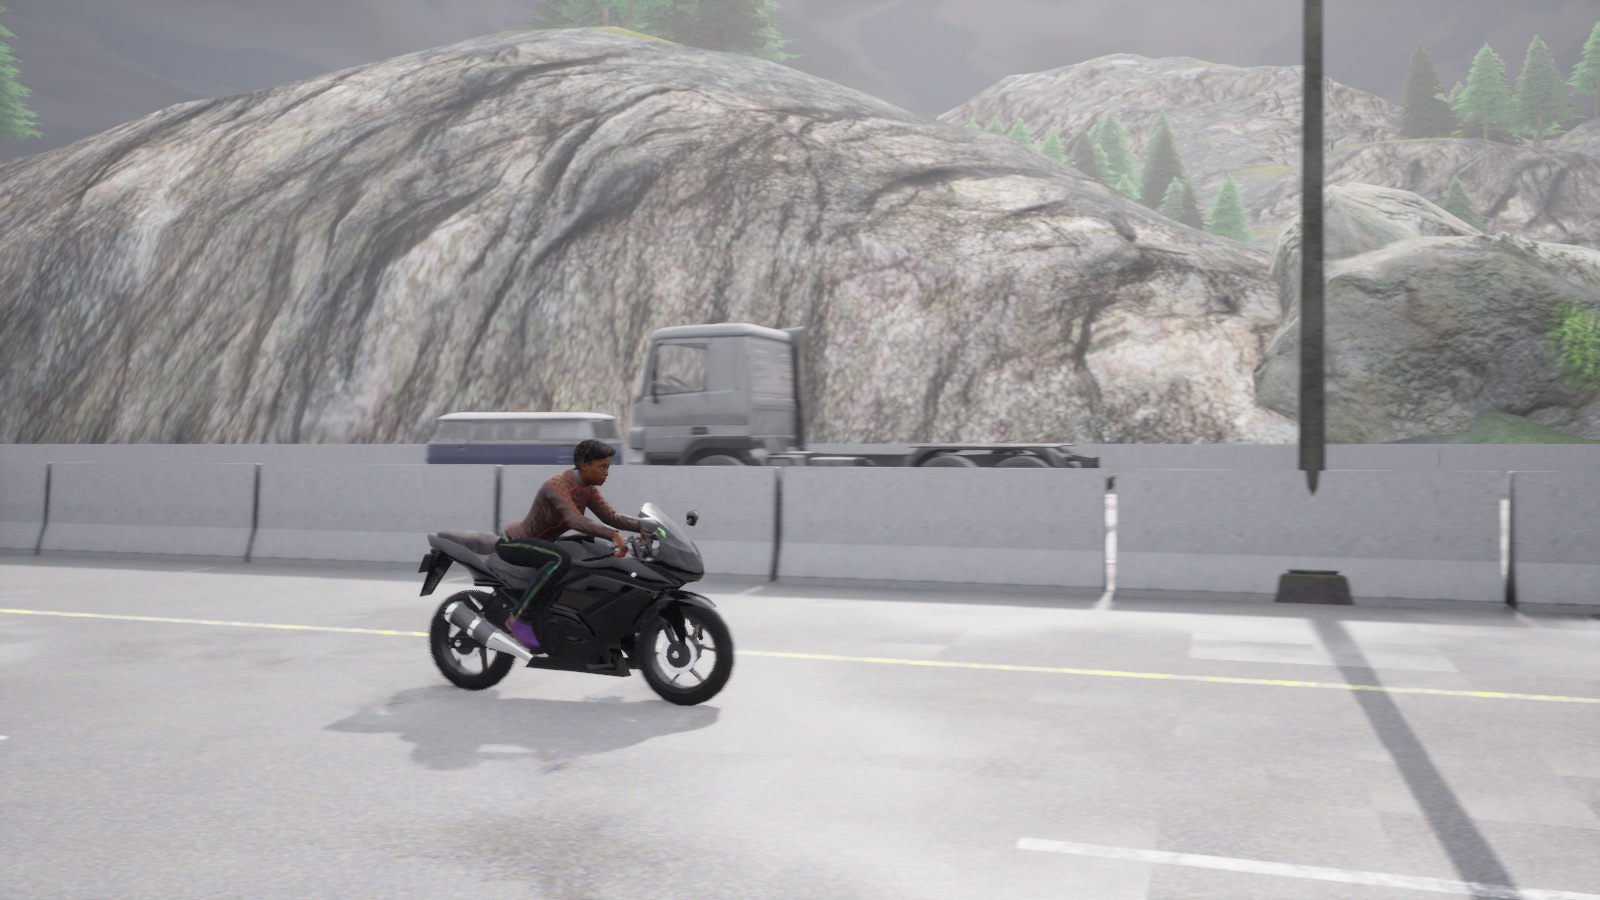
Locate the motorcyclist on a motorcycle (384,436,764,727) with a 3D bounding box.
[{"bbox_3d":[-1.312,0.686,7.327,2.044,1.523,0.797,1,1,19],"label":"motorcyclist on a motorcycle"}]

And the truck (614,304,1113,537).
[{"bbox_3d":[1.089,-0.492,21.275,7.936,3.462,2.891,1,1,19],"label":"truck"}]

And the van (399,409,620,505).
[{"bbox_3d":[-6.341,0.115,27.477,4.442,1.987,1.775,1,1,19],"label":"van"}]
